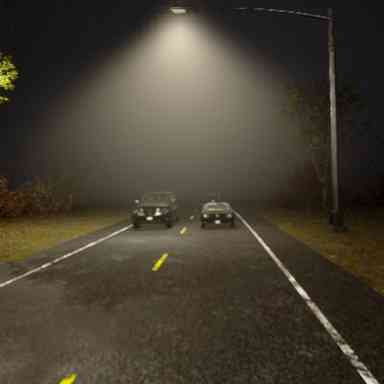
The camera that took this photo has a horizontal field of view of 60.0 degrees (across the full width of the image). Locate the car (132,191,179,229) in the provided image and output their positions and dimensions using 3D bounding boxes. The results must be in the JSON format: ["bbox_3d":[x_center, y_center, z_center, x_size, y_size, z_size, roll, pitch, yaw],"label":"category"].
[{"bbox_3d":[-2.093,1.008,20.348,2.150,2.045,5.566,-2,1,3],"label":"car"}]

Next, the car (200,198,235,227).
[{"bbox_3d":[1.502,1.278,20.029,1.895,1.301,4.718,-2,1,4],"label":"car"}]

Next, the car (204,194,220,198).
[{"bbox_3d":[2.389,0.931,39.494,1.994,1.385,4.181,-2,1,2],"label":"car"}]
